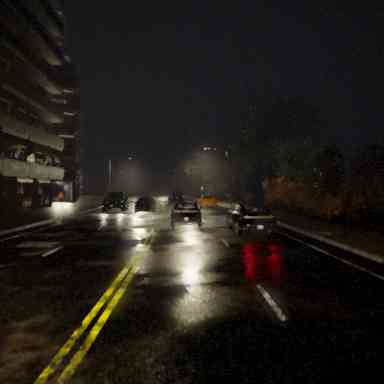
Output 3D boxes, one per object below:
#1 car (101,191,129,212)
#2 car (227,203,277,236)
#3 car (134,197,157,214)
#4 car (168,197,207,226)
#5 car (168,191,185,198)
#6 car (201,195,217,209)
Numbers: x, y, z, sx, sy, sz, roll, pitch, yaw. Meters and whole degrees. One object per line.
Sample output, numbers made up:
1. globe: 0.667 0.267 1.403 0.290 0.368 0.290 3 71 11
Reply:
1. car: -7.811 0.940 34.436 2.150 2.045 5.566 0 0 -4
2. car: 2.989 1.338 17.393 2.128 1.511 4.902 0 0 -2
3. car: -4.420 1.208 32.035 1.882 1.535 5.008 0 0 -3
4. car: -0.430 1.308 21.427 2.128 1.511 4.902 0 0 -2
5. car: -2.133 0.822 45.889 2.150 2.045 5.566 0 0 -5
6. car: 1.709 1.134 39.197 1.882 1.535 5.008 0 0 -5
